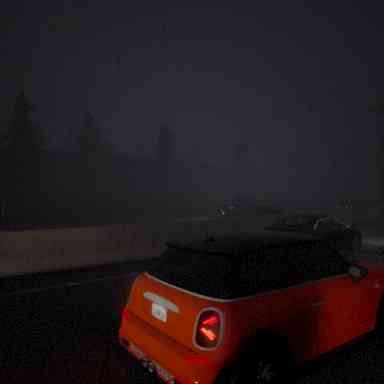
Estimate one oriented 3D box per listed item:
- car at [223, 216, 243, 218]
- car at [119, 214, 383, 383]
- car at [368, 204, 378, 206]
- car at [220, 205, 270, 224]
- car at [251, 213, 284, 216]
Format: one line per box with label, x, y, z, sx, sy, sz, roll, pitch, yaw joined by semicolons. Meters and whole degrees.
car;4.281;1.612;22.035;1.882;1.535;5.008;0;0;44
car;1.319;1.384;5.034;4.553;1.767;2.097;0;0;-37
car;29.728;1.958;52.977;1.994;1.385;4.181;0;0;39
car;4.441;1.764;27.309;1.895;1.301;4.718;0;0;41
car;4.559;1.575;12.342;4.902;1.511;2.128;0;0;-42
